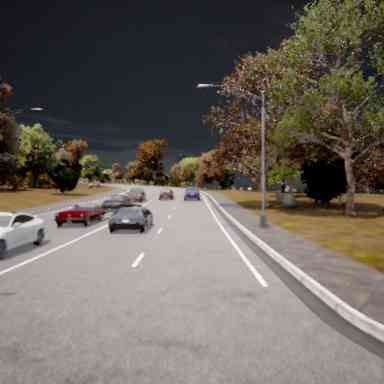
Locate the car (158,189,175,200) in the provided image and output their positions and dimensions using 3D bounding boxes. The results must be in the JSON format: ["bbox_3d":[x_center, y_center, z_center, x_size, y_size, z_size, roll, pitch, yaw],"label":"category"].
[{"bbox_3d":[-3.482,0.245,45.959,1.812,1.442,4.674,0,3,0],"label":"car"}]

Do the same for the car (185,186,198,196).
[{"bbox_3d":[-0.079,-0.205,54.107,1.882,1.535,5.008,0,3,-3],"label":"car"}]

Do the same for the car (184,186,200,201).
[{"bbox_3d":[0.014,0.173,43.938,2.097,1.767,4.553,0,3,0],"label":"car"}]

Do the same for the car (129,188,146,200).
[{"bbox_3d":[-6.987,0.306,41.318,2.097,1.767,4.553,0,3,0],"label":"car"}]

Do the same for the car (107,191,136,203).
[{"bbox_3d":[-7.027,0.992,31.175,2.033,1.411,5.357,0,2,1],"label":"car"}]

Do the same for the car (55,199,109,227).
[{"bbox_3d":[-7.082,1.382,21.435,1.895,1.301,4.718,0,2,0],"label":"car"}]

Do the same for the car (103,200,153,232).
[{"bbox_3d":[-3.394,1.405,19.048,1.994,1.385,4.181,0,1,0],"label":"car"}]

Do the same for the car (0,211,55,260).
[{"bbox_3d":[-7.102,1.479,12.410,1.812,1.442,4.674,0,1,0],"label":"car"}]
